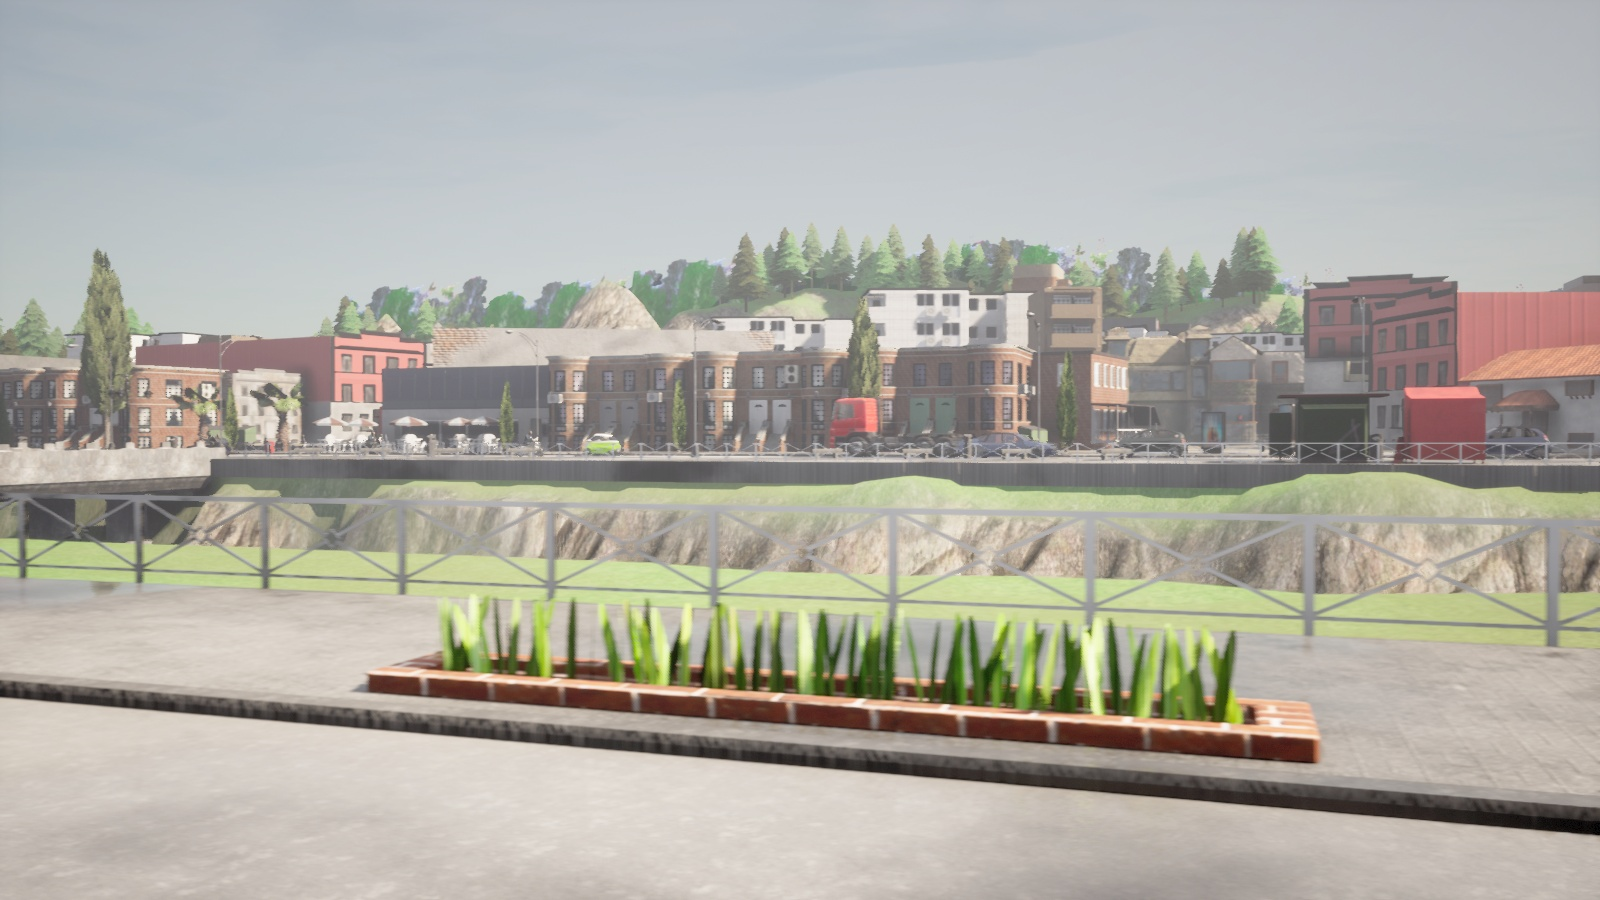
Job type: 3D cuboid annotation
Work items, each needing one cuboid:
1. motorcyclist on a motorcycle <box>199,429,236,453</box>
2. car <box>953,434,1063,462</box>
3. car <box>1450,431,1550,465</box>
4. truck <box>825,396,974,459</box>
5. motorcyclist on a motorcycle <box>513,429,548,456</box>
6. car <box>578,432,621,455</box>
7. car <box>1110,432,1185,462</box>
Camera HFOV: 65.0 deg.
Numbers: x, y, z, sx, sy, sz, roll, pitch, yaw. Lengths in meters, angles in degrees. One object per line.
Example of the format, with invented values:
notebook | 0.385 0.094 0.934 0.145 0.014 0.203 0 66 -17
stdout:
motorcyclist on a motorcycle | -37.808 -0.587 81.504 2.191 1.530 0.866 1 1 19
car | 10.781 -0.130 65.183 5.357 1.411 2.033 1 1 19
car | 34.227 -0.131 61.523 3.988 1.617 1.851 1 1 19
truck | 5.657 -1.273 71.109 7.936 3.462 2.891 1 1 19
motorcyclist on a motorcycle | -15.900 -0.468 74.144 1.817 1.590 0.866 1 1 19
car | -12.304 -0.401 77.156 2.207 1.376 1.481 1 1 19
car | 18.494 -0.195 66.809 3.705 1.549 1.789 1 1 19
